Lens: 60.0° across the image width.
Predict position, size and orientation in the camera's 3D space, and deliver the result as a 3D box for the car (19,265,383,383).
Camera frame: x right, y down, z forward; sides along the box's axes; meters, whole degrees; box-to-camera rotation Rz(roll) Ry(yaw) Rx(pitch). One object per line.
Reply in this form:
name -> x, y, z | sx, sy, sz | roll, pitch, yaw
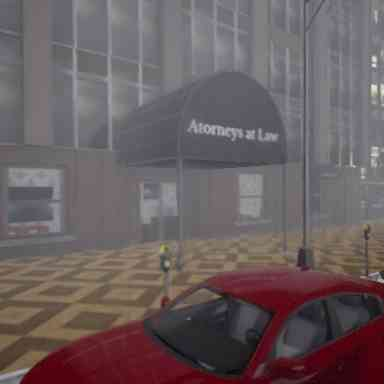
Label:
car -> 0.687, 1.528, 3.366 | 4.507, 1.381, 1.887 | 0, 0, -35
